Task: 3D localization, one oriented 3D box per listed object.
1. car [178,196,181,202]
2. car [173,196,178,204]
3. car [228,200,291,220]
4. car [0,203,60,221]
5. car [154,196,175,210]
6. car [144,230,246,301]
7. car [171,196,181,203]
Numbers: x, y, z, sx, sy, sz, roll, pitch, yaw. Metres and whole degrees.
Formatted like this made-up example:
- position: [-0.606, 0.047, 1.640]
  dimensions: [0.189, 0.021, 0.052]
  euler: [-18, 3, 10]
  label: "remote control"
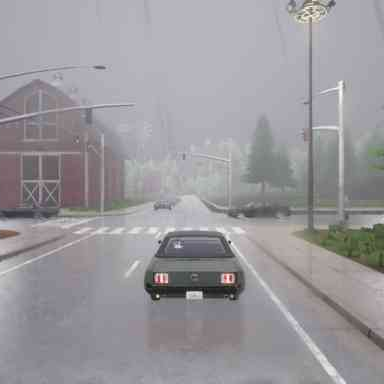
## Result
- position: [-3.563, 1.505, 62.206]
  dimensions: [1.837, 1.490, 4.892]
  euler: [0, 0, 0]
  label: "car"
- position: [-3.593, 1.505, 52.134]
  dimensions: [1.837, 1.490, 4.892]
  euler: [0, 0, 0]
  label: "car"
- position: [5.400, 1.456, 26.917]
  dimensions: [5.008, 1.535, 1.882]
  euler: [0, 0, -1]
  label: "car"
- position: [-13.243, 1.574, 26.578]
  dimensions: [4.718, 1.301, 1.895]
  euler: [0, 0, -1]
  label: "car"
- position: [-3.599, 1.564, 42.112]
  dimensions: [1.994, 1.385, 4.181]
  euler: [0, 0, 0]
  label: "car"
- position: [0.066, 1.601, 8.300]
  dimensions: [1.895, 1.301, 4.718]
  euler: [0, 0, 0]
  label: "car"
- position: [-3.501, 1.590, 72.514]
  dimensions: [1.895, 1.301, 4.718]
  euler: [0, 0, 0]
  label: "car"
